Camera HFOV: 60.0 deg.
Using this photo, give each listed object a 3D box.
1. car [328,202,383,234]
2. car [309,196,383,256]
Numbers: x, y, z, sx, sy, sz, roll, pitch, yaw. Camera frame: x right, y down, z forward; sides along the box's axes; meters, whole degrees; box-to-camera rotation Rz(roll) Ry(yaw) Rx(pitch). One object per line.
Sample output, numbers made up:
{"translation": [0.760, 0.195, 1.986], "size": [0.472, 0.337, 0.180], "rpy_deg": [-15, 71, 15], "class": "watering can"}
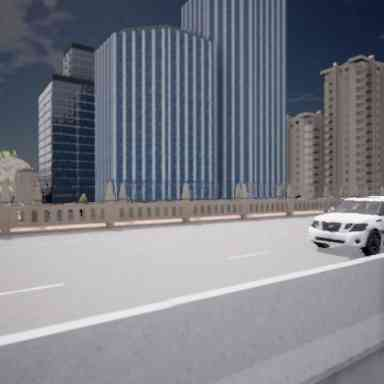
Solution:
{"translation": [10.416, 1.437, 19.777], "size": [5.008, 1.535, 1.882], "rpy_deg": [0, 0, -34], "class": "car"}
{"translation": [7.087, 1.194, 13.257], "size": [5.566, 2.045, 2.150], "rpy_deg": [0, 0, -35], "class": "car"}
